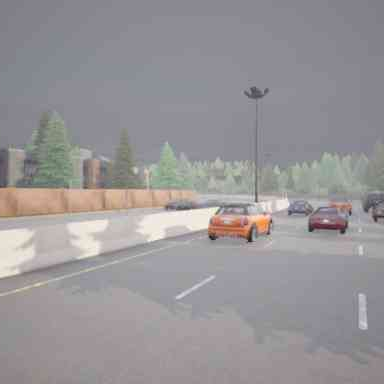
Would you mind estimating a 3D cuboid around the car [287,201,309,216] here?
[{"bbox_3d":[10.603,1.538,32.506,2.033,1.411,5.357,0,0,26],"label":"car"}]

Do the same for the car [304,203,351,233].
[{"bbox_3d":[8.168,1.558,19.815,1.994,1.385,4.181,0,0,27],"label":"car"}]

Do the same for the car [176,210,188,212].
[{"bbox_3d":[0.036,1.589,35.319,1.895,1.301,4.718,0,0,26],"label":"car"}]

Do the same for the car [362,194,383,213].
[{"bbox_3d":[20.291,1.212,36.918,2.150,2.045,5.566,0,0,23],"label":"car"}]

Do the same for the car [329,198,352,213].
[{"bbox_3d":[15.176,1.342,34.031,2.097,1.767,4.553,0,0,27],"label":"car"}]

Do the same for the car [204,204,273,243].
[{"bbox_3d":[2.511,1.347,16.347,2.097,1.767,4.553,0,0,27],"label":"car"}]

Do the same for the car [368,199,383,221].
[{"bbox_3d":[15.485,1.539,26.597,2.033,1.411,5.357,0,0,27],"label":"car"}]
